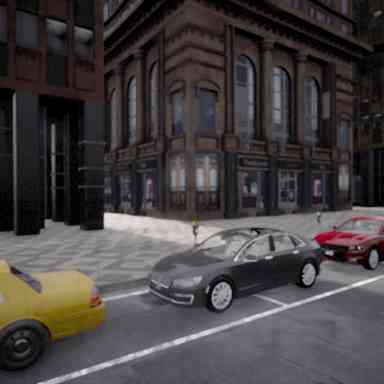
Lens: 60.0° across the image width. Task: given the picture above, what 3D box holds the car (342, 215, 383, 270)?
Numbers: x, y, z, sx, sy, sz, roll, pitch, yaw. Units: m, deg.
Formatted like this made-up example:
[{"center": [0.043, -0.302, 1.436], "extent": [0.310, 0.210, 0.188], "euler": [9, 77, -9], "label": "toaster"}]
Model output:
[{"center": [5.731, 1.469, 10.715], "extent": [4.507, 1.381, 1.887], "euler": [0, 0, -35], "label": "car"}]

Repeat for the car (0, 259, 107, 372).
[{"center": [-3.565, 1.529, 4.105], "extent": [4.829, 1.417, 1.752], "euler": [0, 0, -35], "label": "car"}]

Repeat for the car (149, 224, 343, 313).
[{"center": [1.157, 1.514, 7.463], "extent": [4.403, 1.369, 2.008], "euler": [0, 0, -35], "label": "car"}]
